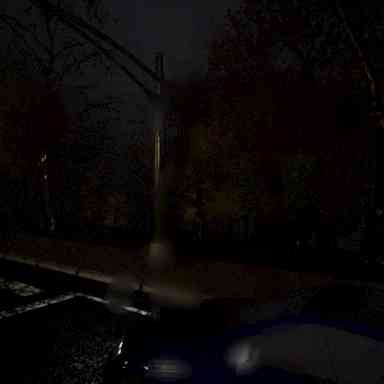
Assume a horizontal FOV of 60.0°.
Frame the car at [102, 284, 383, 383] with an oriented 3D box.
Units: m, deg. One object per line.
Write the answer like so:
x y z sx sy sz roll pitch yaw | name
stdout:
1.158 1.564 2.857 4.181 1.385 1.994 0 0 35 | car
